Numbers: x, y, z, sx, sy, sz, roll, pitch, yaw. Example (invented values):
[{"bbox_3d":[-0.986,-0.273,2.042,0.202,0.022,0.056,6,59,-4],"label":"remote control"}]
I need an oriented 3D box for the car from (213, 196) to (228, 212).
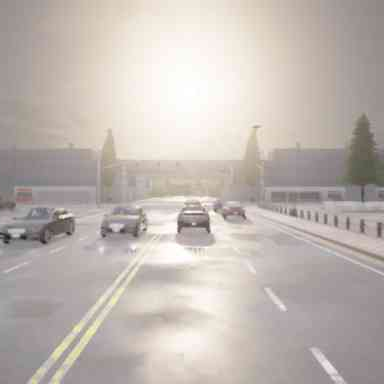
[{"bbox_3d":[3.567,1.364,38.731,2.097,1.767,4.553,0,0,1],"label":"car"}]

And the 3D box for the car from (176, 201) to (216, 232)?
[{"bbox_3d":[0.099,1.497,20.057,2.128,1.511,4.902,0,0,0],"label":"car"}]

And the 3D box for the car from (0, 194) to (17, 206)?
[{"bbox_3d":[-21.050,1.164,36.118,1.932,1.855,4.605,0,0,0],"label":"car"}]

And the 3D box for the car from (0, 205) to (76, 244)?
[{"bbox_3d":[-7.082,1.496,15.813,2.128,1.511,4.902,0,0,0],"label":"car"}]

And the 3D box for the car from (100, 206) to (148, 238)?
[{"bbox_3d":[-3.509,1.498,17.905,2.128,1.511,4.902,0,0,0],"label":"car"}]

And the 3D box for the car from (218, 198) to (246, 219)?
[{"bbox_3d":[3.534,1.535,29.007,1.812,1.442,4.674,0,0,1],"label":"car"}]

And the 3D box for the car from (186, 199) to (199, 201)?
[{"bbox_3d":[0.073,1.488,34.780,1.882,1.535,5.008,0,0,0],"label":"car"}]
